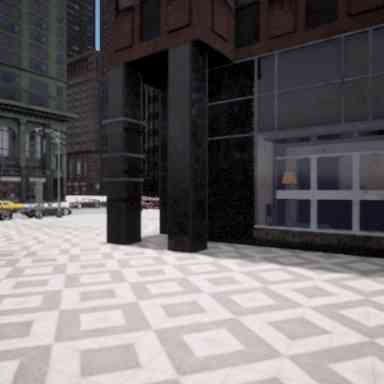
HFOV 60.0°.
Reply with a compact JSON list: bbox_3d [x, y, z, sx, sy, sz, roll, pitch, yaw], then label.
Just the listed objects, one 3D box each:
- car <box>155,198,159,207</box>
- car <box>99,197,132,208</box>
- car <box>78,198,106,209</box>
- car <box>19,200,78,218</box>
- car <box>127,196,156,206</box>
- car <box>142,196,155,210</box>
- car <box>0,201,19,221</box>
[{"bbox_3d":[-3.499,1.383,42.837,1.887,1.381,4.507,1,1,36],"label":"car"},{"bbox_3d":[-10.838,1.401,47.232,1.947,1.339,4.313,1,1,36],"label":"car"},{"bbox_3d":[-13.867,1.451,43.003,2.008,1.369,4.403,1,1,36],"label":"car"},{"bbox_3d":[-12.892,1.586,29.722,2.008,1.369,4.403,1,1,36],"label":"car"},{"bbox_3d":[-7.809,1.335,51.463,1.947,1.339,4.313,1,1,36],"label":"car"},{"bbox_3d":[-6.630,1.487,38.467,1.802,1.307,4.206,1,1,36],"label":"car"},{"bbox_3d":[-16.023,1.663,25.349,1.947,1.339,4.313,1,1,36],"label":"car"}]
